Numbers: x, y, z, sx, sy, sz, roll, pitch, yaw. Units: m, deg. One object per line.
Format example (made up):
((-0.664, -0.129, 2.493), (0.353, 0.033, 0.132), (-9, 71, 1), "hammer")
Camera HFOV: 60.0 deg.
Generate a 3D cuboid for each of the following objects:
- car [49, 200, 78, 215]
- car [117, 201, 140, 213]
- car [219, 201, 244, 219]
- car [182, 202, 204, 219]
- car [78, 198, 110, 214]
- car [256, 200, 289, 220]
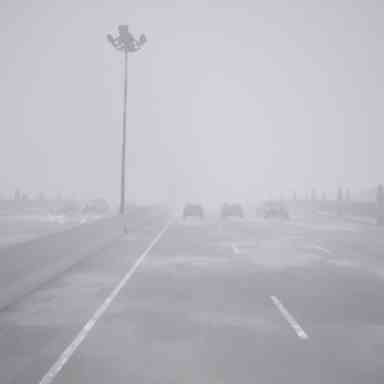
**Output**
((-14.069, 1.651, 36.748), (2.128, 1.511, 4.902), (0, 0, 0), "car")
((-7.066, 1.726, 37.549), (1.994, 1.385, 4.181), (0, 0, 0), "car")
((3.619, 1.624, 31.015), (2.128, 1.511, 4.902), (0, 0, 0), "car")
((0.118, 1.625, 31.005), (2.128, 1.511, 4.902), (0, 0, 0), "car")
((-10.569, 1.511, 36.808), (2.097, 1.767, 4.553), (0, 0, 0), "car")
((7.117, 1.479, 29.799), (2.097, 1.767, 4.553), (0, 0, 0), "car")
